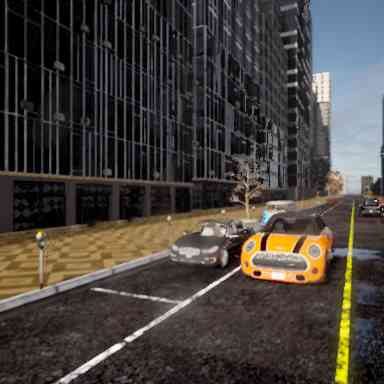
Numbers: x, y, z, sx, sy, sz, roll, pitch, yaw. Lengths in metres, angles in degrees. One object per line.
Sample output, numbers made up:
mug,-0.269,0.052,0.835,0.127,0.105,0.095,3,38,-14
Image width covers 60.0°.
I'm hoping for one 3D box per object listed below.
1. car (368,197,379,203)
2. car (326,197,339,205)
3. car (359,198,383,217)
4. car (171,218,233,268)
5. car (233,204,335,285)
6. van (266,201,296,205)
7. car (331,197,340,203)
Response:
car,43.387,1.943,79.552,1.947,1.339,4.313,0,0,26
car,28.362,1.903,67.896,1.887,1.381,4.507,0,0,26
car,18.389,1.685,34.313,2.128,1.511,4.902,0,-1,26
car,0.864,1.635,11.637,2.008,1.369,4.403,0,0,26
car,3.035,1.422,9.956,2.097,1.767,4.553,0,0,26
van,5.864,1.485,21.867,1.690,1.788,3.998,0,0,26
car,35.861,1.959,83.239,1.887,1.381,4.507,0,0,26
